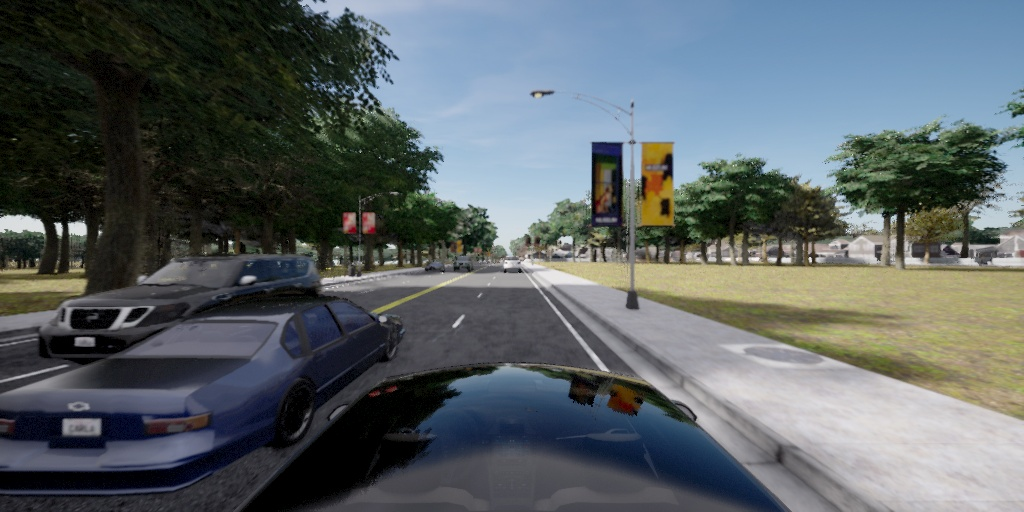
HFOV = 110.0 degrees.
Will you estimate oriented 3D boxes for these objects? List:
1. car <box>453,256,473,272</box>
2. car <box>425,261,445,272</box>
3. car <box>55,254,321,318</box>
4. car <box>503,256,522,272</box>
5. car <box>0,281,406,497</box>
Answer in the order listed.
[{"bbox_3d":[-6.593,1.030,48.961,2.150,2.045,5.566,0,0,0],"label":"car"},{"bbox_3d":[-9.844,1.367,46.130,1.994,1.385,4.181,0,0,0],"label":"car"},{"bbox_3d":[-6.601,0.971,8.304,2.150,2.045,5.566,0,0,0],"label":"car"},{"bbox_3d":[0.083,1.024,46.589,2.150,2.045,5.566,0,0,0],"label":"car"},{"bbox_3d":[-3.151,1.297,5.136,2.033,1.411,5.357,0,0,0],"label":"car"}]
